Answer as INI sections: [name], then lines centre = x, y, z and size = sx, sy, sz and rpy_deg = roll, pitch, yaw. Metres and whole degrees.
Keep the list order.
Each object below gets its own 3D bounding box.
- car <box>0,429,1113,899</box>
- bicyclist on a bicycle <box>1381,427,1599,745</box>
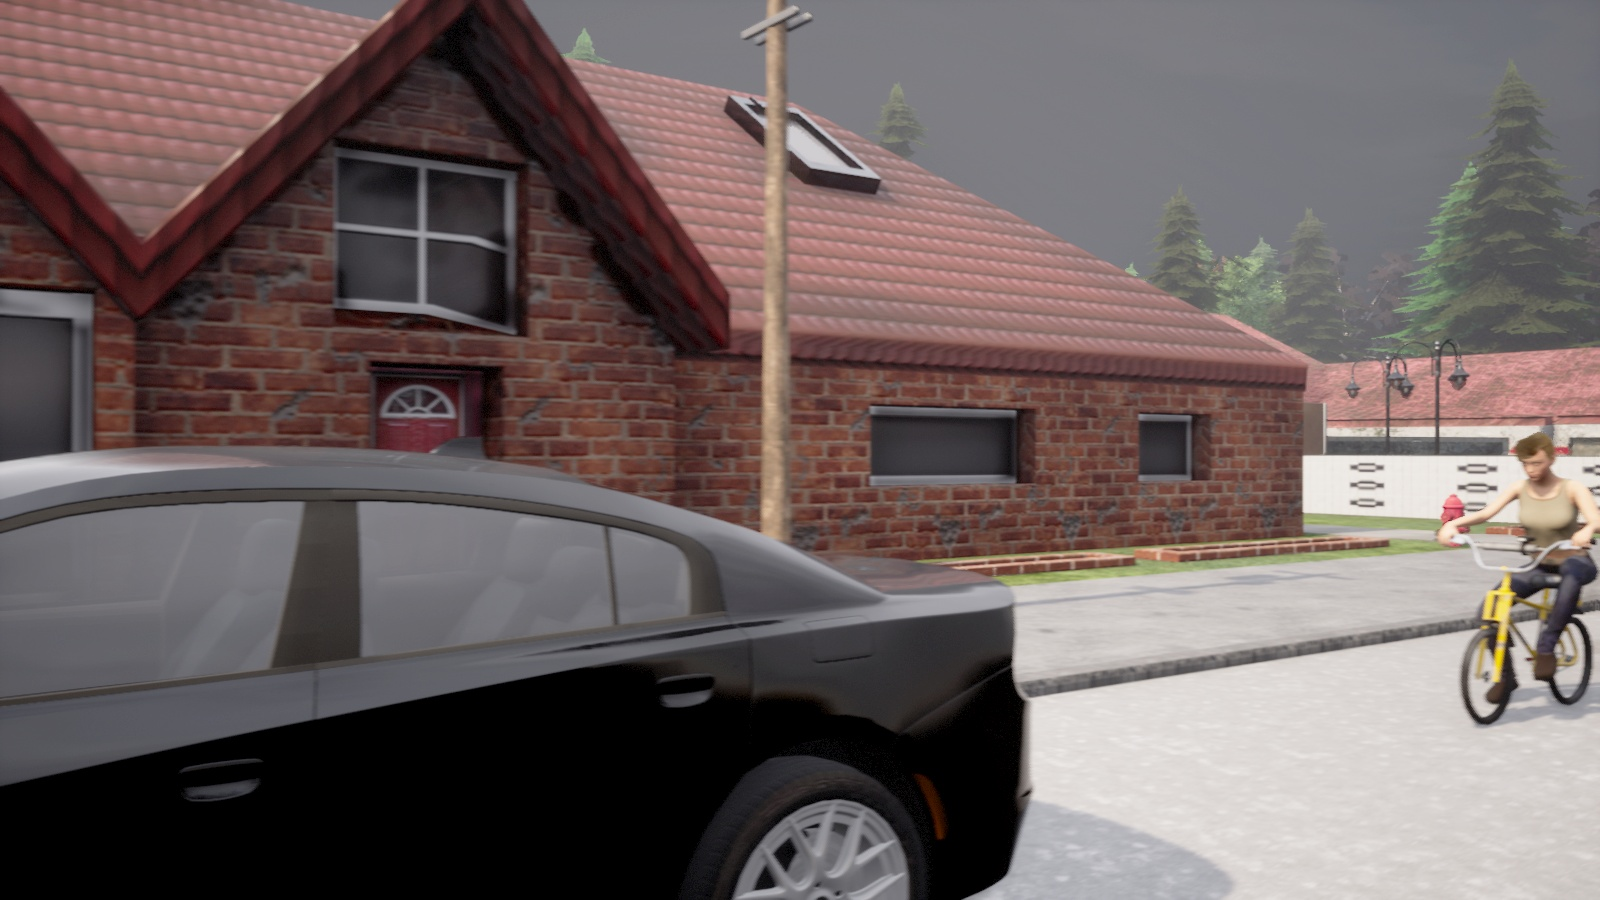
[car]
centre = -1.681, 0.734, 3.082
size = 5.008, 1.535, 1.882
rpy_deg = 0, 0, -34
[bicyclist on a bicycle]
centre = 4.144, 0.690, 7.154
size = 1.509, 1.612, 0.866
rpy_deg = 0, 0, -35
